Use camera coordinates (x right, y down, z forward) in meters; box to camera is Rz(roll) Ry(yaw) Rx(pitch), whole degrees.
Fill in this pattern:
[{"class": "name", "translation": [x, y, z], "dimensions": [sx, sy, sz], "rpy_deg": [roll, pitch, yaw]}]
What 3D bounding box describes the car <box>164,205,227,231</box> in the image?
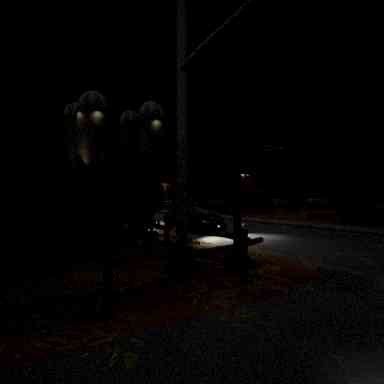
[{"class": "car", "translation": [0.048, 1.526, 19.393], "dimensions": [1.812, 1.442, 4.674], "rpy_deg": [0, 0, -36]}]
